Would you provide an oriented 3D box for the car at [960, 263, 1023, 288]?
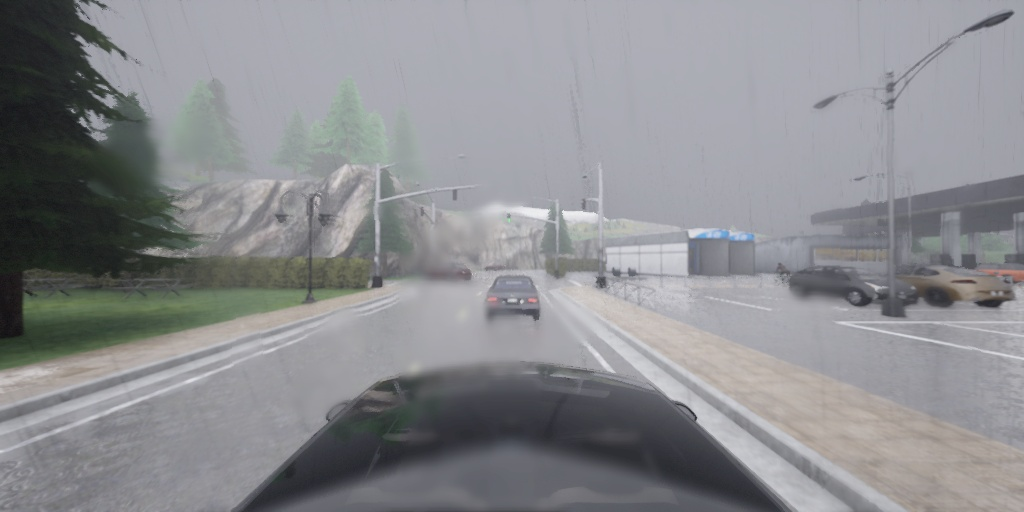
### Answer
[{"bbox_3d":[38.735,1.345,27.897,4.553,1.767,2.097,0,-1,1],"label":"car"}]

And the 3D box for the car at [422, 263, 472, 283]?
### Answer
[{"bbox_3d":[-5.671,1.376,30.988,4.553,1.767,2.097,0,0,36],"label":"car"}]

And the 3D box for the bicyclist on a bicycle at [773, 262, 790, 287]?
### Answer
[{"bbox_3d":[18.297,1.262,24.350,0.582,1.620,1.656,0,-1,1],"label":"bicyclist on a bicycle"}]

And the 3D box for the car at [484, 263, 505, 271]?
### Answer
[{"bbox_3d":[-2.933,1.897,60.108,1.895,1.301,4.718,0,-1,21],"label":"car"}]

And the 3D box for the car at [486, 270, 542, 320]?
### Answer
[{"bbox_3d":[0.063,1.404,13.147,2.033,1.411,5.357,0,-1,0],"label":"car"}]
